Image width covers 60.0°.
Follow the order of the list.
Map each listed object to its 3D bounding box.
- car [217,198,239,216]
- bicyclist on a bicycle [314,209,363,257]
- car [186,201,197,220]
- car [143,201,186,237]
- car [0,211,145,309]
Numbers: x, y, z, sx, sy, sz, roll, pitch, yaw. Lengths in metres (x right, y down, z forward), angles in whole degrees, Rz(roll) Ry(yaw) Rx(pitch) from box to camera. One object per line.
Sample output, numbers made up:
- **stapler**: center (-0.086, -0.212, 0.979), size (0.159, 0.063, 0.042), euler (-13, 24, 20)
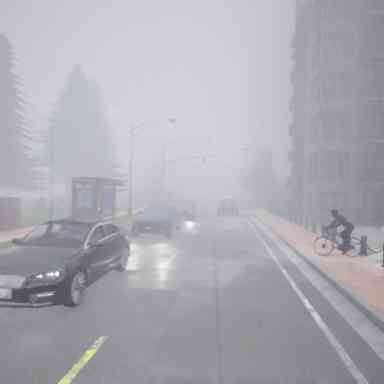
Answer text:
- **car**: center (3.662, 1.429, 33.666), size (2.097, 1.767, 4.553), euler (2, 0, 6)
- **bicyclist on a bicycle**: center (5.043, 1.426, 11.458), size (1.656, 1.620, 0.582), euler (1, 0, 6)
- **car**: center (-0.633, 1.493, 28.145), size (1.812, 1.442, 4.674), euler (2, 0, 6)
- **car**: center (-1.770, 1.421, 17.977), size (1.882, 1.535, 5.008), euler (2, 0, 6)
- **car**: center (-2.873, 1.412, 7.919), size (2.128, 1.511, 4.902), euler (2, 0, 6)
